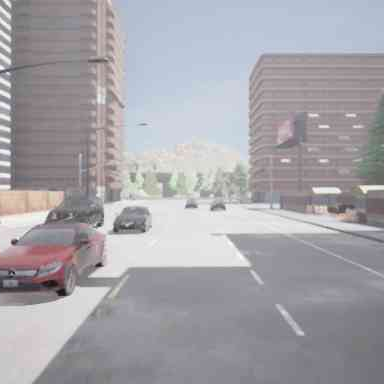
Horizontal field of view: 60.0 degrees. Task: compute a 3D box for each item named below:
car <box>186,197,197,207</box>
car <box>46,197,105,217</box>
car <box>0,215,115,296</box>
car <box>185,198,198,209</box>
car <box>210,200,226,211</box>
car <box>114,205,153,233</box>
[{"bbox_3d":[-0.081,1.782,60.543,1.882,1.535,5.008,0,0,0],"label":"car"},{"bbox_3d":[-7.029,1.315,20.715,2.150,2.045,5.566,0,0,0],"label":"car"},{"bbox_3d":[-3.596,1.571,8.933,1.812,1.442,4.674,0,0,0],"label":"car"},{"bbox_3d":[-0.067,1.854,50.402,1.895,1.301,4.718,0,0,0],"label":"car"},{"bbox_3d":[3.441,1.749,44.301,1.812,1.442,4.674,0,0,0],"label":"car"},{"bbox_3d":[-3.529,1.621,20.561,1.837,1.490,4.892,0,-1,0],"label":"car"}]
